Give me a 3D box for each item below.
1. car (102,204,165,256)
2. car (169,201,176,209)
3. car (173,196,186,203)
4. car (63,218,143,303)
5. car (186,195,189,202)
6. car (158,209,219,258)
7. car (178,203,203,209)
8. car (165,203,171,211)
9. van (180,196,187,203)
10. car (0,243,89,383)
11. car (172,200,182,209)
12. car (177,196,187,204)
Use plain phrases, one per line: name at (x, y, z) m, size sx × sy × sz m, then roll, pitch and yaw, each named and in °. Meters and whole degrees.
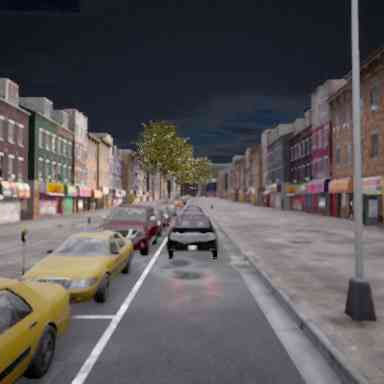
car at (-2.591, 1.493, 14.270) m, size 2.192 × 1.841 × 5.009 m, roll 1°, pitch -1°, yaw 0°
car at (-2.559, 1.738, 25.341) m, size 1.967 × 1.590 × 4.097 m, roll 1°, pitch -1°, yaw 0°
car at (-2.595, 1.889, 57.211) m, size 2.097 × 1.767 × 4.553 m, roll 0°, pitch 0°, yaw 0°
car at (-2.614, 1.634, 8.562) m, size 1.752 × 1.417 × 4.829 m, roll 1°, pitch -1°, yaw 0°
car at (-2.401, 1.951, 75.165) m, size 2.192 × 1.841 × 5.009 m, roll 2°, pitch 0°, yaw 0°
car at (0.047, 1.660, 13.507) m, size 2.128 × 1.511 × 4.902 m, roll 0°, pitch -1°, yaw 1°
car at (0.094, 1.891, 28.474) m, size 1.994 × 1.385 × 4.181 m, roll 0°, pitch 0°, yaw 1°
car at (-2.577, 1.680, 19.805) m, size 1.967 × 1.590 × 4.097 m, roll 1°, pitch -1°, yaw 0°
van at (-2.351, 2.070, 91.771) m, size 1.690 × 1.788 × 3.998 m, roll 2°, pitch 0°, yaw 0°
car at (-2.630, 1.566, 3.027) m, size 1.752 × 1.417 × 4.829 m, roll 1°, pitch -1°, yaw 0°
car at (-2.527, 1.949, 36.413) m, size 2.008 × 1.369 × 4.403 m, roll 1°, pitch 0°, yaw 0°
car at (-2.384, 1.982, 80.700) m, size 2.192 × 1.841 × 5.009 m, roll 2°, pitch 0°, yaw 0°
